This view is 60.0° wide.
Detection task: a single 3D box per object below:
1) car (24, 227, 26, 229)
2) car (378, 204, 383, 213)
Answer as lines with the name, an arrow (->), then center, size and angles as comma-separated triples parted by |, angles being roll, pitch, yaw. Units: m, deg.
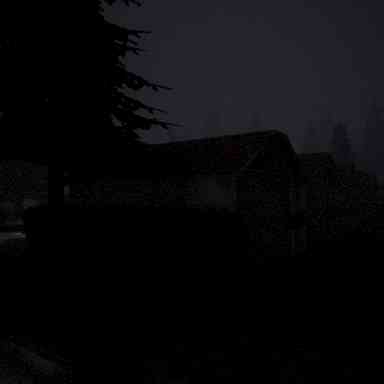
car -> -9.437, 1.864, 23.760 | 2.097, 1.767, 4.553 | -1, -1, 36
car -> 22.601, 2.036, 41.491 | 4.902, 1.511, 2.128 | -1, -1, 29
